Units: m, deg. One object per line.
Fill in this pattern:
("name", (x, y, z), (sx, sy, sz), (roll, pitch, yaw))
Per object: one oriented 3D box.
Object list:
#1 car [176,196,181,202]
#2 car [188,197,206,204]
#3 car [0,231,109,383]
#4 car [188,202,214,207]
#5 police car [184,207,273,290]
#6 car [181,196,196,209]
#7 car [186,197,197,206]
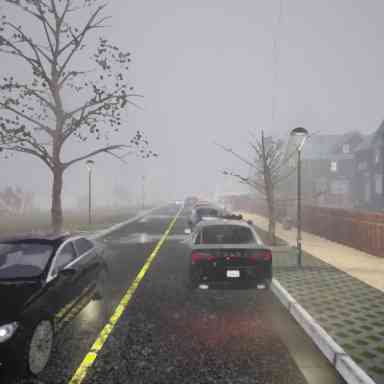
("car", (-2.809, 1.657, 79.554), (1.895, 1.301, 4.718), (0, 0, 0))
("car", (0.807, 1.459, 25.285), (1.801, 1.575, 5.366), (0, 0, 0))
("car", (-2.754, 1.491, 5.573), (2.128, 1.511, 4.902), (0, 0, 0))
("car", (0.811, 1.527, 19.095), (1.812, 1.442, 4.674), (0, 0, 0))
("police car", (0.819, 1.425, 9.205), (1.930, 1.638, 5.238), (0, 0, 0))
("car", (-0.015, 1.367, 45.833), (2.097, 1.767, 4.553), (0, 0, 0))
("car", (-0.042, 1.551, 56.924), (1.812, 1.442, 4.674), (0, 0, 0))
